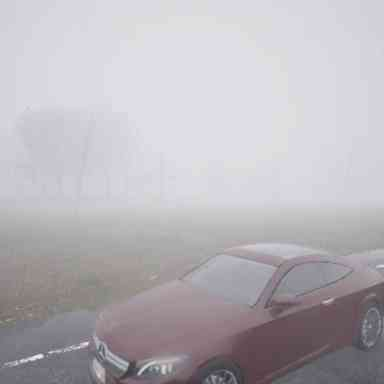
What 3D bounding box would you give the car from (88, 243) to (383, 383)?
[{"bbox_3d":[0.969,1.526,4.676,4.674,1.442,1.812,0,0,-35],"label":"car"}]
